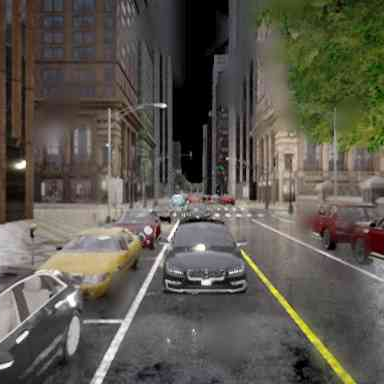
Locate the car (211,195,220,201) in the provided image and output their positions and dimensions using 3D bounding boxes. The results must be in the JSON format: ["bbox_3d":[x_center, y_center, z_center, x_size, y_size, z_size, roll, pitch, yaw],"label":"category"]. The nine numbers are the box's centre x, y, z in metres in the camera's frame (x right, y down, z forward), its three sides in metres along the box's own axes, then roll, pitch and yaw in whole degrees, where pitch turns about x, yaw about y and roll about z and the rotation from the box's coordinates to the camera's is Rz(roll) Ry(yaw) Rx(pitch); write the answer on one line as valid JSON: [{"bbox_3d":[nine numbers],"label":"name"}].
[{"bbox_3d":[6.343,1.564,90.043,1.967,1.590,4.097,0,0,0],"label":"car"}]

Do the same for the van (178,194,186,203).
[{"bbox_3d":[-2.223,1.432,73.735,1.690,1.788,3.998,0,0,0],"label":"van"}]

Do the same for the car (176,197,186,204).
[{"bbox_3d":[-2.236,1.645,68.293,1.947,1.339,4.313,0,0,0],"label":"car"}]

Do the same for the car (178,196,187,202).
[{"bbox_3d":[-2.209,1.646,79.176,1.887,1.381,4.507,0,0,0],"label":"car"}]

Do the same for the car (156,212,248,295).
[{"bbox_3d":[0.280,1.517,8.920,1.837,1.490,4.892,0,0,0],"label":"car"}]

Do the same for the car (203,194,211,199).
[{"bbox_3d":[3.562,1.582,82.560,1.882,1.535,5.008,0,0,0],"label":"car"}]

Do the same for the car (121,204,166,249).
[{"bbox_3d":[-2.369,1.457,14.265,1.967,1.590,4.097,0,0,0],"label":"car"}]

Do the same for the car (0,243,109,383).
[{"bbox_3d":[-2.398,1.556,3.216,2.008,1.369,4.403,0,0,0],"label":"car"}]

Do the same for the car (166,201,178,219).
[{"bbox_3d":[-2.342,1.589,25.312,1.947,1.339,4.313,0,0,0],"label":"car"}]

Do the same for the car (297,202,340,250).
[{"bbox_3d":[6.157,1.332,14.255,2.192,1.841,5.009,0,0,0],"label":"car"}]

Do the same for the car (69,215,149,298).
[{"bbox_3d":[-2.384,1.537,8.570,1.752,1.417,4.829,0,0,0],"label":"car"}]

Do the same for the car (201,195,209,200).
[{"bbox_3d":[3.587,1.532,92.980,1.882,1.535,5.008,0,0,0],"label":"car"}]

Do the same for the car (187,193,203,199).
[{"bbox_3d":[0.496,1.295,65.290,2.150,2.045,5.566,0,0,1],"label":"car"}]

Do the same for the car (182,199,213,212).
[{"bbox_3d":[0.420,1.528,25.593,1.837,1.490,4.892,0,0,0],"label":"car"}]

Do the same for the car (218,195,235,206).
[{"bbox_3d":[6.263,1.374,57.399,2.192,1.841,5.009,0,0,0],"label":"car"}]

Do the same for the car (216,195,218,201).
[{"bbox_3d":[6.276,1.384,62.840,2.192,1.841,5.009,0,0,0],"label":"car"}]

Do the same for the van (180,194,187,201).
[{"bbox_3d":[-2.196,1.454,84.617,1.690,1.788,3.998,0,0,0],"label":"van"}]

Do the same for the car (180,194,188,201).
[{"bbox_3d":[-2.182,1.439,90.059,2.192,1.841,5.009,0,0,0],"label":"car"}]

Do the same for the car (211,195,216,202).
[{"bbox_3d":[6.316,1.652,79.161,2.008,1.369,4.403,0,0,0],"label":"car"}]

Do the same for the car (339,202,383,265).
[{"bbox_3d":[6.143,1.327,8.730,2.192,1.841,5.009,0,0,0],"label":"car"}]

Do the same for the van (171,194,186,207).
[{"bbox_3d":[-2.276,1.392,51.970,1.690,1.788,3.998,0,0,0],"label":"van"}]
